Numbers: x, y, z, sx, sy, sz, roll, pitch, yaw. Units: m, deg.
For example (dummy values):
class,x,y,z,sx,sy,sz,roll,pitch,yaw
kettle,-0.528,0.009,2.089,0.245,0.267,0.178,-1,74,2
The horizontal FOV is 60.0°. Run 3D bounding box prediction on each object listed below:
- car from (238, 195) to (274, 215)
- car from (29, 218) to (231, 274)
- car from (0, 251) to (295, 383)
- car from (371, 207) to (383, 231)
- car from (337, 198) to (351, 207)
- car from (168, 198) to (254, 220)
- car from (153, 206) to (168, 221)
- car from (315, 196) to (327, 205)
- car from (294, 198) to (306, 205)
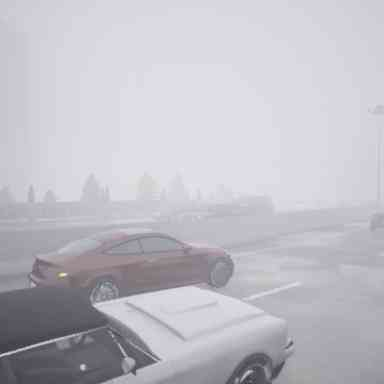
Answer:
class,x,y,z,sx,sy,sz,roll,pitch,yaw
car,4.860,1.300,27.843,2.150,2.045,5.566,0,0,41
car,-1.114,1.551,7.542,4.674,1.442,1.812,0,0,-38
car,-1.177,1.613,3.078,4.718,1.301,1.895,0,0,-36
car,12.256,1.570,20.150,1.812,1.442,4.674,0,0,42
car,24.231,1.689,53.218,1.994,1.385,4.181,0,0,23
car,1.171,1.409,19.027,4.553,1.767,2.097,0,0,-44
car,-0.956,1.575,26.720,2.128,1.511,4.902,0,0,43
car,24.610,1.511,63.589,2.097,1.767,4.553,0,0,21
car,20.137,1.719,61.781,1.994,1.385,4.181,0,0,22
